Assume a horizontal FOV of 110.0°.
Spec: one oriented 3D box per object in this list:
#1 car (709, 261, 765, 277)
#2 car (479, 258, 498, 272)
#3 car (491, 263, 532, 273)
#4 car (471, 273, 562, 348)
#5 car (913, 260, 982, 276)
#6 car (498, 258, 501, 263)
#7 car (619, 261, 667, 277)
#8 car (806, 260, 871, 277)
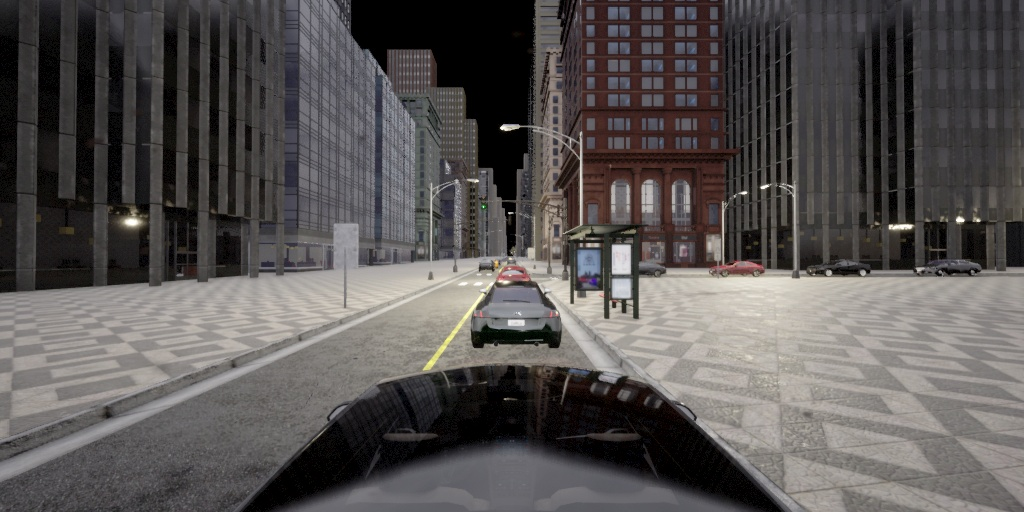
[{"bbox_3d":[20.778,1.194,33.207,4.674,1.442,1.812,0,-1,0],"label":"car"},{"bbox_3d":[-3.138,1.170,45.573,1.882,1.535,5.008,0,0,0],"label":"car"},{"bbox_3d":[0.102,1.269,19.065,1.812,1.442,4.674,0,0,1],"label":"car"},{"bbox_3d":[0.092,1.314,9.229,1.994,1.385,4.181,0,0,0],"label":"car"},{"bbox_3d":[40.172,1.086,33.169,4.902,1.511,2.128,0,-1,1],"label":"car"},{"bbox_3d":[-3.140,1.144,55.598,1.882,1.535,5.008,0,0,0],"label":"car"},{"bbox_3d":[11.841,1.224,33.203,4.674,1.442,1.812,0,-1,-2],"label":"car"},{"bbox_3d":[30.135,1.112,33.198,5.008,1.535,1.882,0,-1,0],"label":"car"}]
